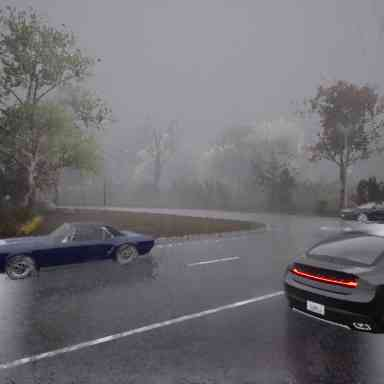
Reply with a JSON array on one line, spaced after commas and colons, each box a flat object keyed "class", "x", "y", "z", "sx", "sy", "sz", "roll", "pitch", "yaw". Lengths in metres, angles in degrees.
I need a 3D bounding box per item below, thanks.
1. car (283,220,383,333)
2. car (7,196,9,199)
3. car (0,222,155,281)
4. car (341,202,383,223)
[{"class": "car", "x": 3.841, "y": 1.505, "z": 6.458, "sx": 4.892, "sy": 1.490, "sz": 1.837, "roll": 0, "pitch": 0, "yaw": -36}, {"class": "car", "x": -30.662, "y": 1.566, "z": 57.326, "sx": 5.566, "sy": 2.045, "sz": 2.150, "roll": -1, "pitch": 0, "yaw": 29}, {"class": "car", "x": -3.596, "y": 1.601, "z": 10.013, "sx": 4.718, "sy": 1.301, "sz": 1.895, "roll": 0, "pitch": 0, "yaw": -35}, {"class": "car", "x": 13.682, "y": 1.477, "z": 24.824, "sx": 5.008, "sy": 1.535, "sz": 1.882, "roll": 0, "pitch": 1, "yaw": -6}]
